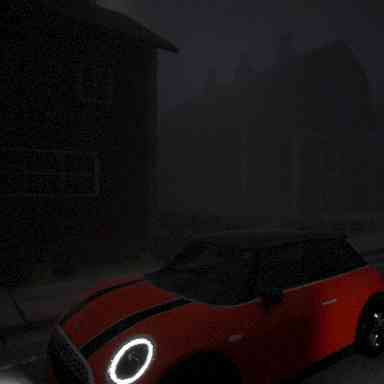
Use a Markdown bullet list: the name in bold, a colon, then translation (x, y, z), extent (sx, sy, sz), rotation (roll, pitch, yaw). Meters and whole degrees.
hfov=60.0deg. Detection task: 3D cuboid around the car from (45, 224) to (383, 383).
- **car**: translation (0.590, 1.344, 4.381), extent (4.553, 1.767, 2.097), rotation (0, 0, -35)
